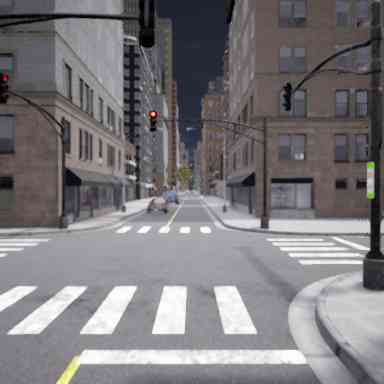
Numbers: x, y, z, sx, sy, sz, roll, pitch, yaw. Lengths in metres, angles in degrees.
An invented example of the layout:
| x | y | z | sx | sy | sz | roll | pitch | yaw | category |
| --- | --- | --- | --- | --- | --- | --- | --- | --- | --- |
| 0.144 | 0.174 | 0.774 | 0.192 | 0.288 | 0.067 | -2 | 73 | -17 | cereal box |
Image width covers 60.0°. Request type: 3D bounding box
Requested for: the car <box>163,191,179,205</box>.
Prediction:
| x | y | z | sx | sy | sz | roll | pitch | yaw | category |
| --- | --- | --- | --- | --- | --- | --- | --- | --- | --- |
| -3.106 | 0.829 | 49.538 | 2.150 | 2.045 | 5.566 | 0 | 0 | 0 | car |

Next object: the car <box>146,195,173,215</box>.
| x | y | z | sx | sy | sz | roll | pitch | yaw | category |
| --- | --- | --- | --- | --- | --- | --- | --- | --- | --- |
| -3.114 | 1.275 | 31.182 | 1.812 | 1.442 | 4.674 | 0 | 1 | 0 | car |
